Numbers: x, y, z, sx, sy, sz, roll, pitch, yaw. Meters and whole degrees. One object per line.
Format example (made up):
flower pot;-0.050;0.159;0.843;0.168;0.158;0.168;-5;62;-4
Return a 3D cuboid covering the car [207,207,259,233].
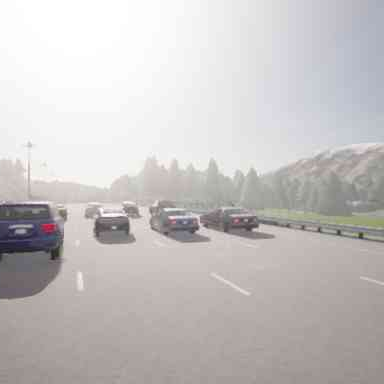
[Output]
car;2.142;1.649;20.748;2.033;1.411;5.357;0;0;-20

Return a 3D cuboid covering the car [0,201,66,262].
car;-6.227;1.349;12.927;2.150;2.045;5.566;0;0;-20

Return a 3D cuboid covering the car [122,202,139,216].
car;-6.906;1.793;35.644;1.812;1.442;4.674;0;0;-20

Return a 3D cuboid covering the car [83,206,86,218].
car;-10.167;1.813;34.381;1.812;1.442;4.674;0;0;-20

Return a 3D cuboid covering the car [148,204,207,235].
car;-1.220;1.672;19.759;2.033;1.411;5.357;0;0;-20

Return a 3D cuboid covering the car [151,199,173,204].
car;-3.306;1.590;35.993;2.097;1.767;4.553;0;0;-20

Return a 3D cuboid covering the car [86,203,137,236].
car;-4.852;1.646;19.515;2.128;1.511;4.902;0;0;-20

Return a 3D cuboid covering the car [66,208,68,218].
car;-12.503;1.832;30.524;2.033;1.411;5.357;0;0;-20

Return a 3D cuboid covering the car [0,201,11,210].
car;-34.694;2.429;61.133;1.882;1.535;5.008;0;-1;-20
